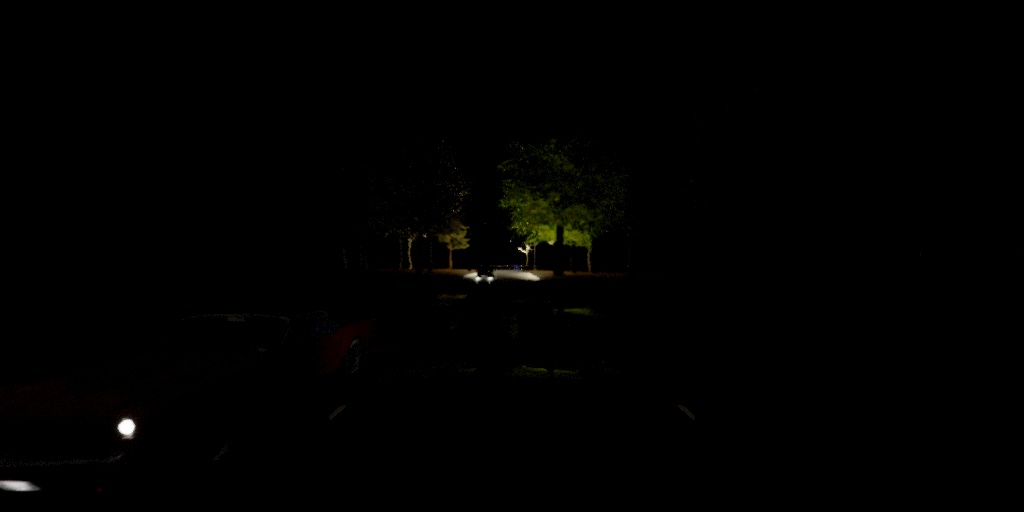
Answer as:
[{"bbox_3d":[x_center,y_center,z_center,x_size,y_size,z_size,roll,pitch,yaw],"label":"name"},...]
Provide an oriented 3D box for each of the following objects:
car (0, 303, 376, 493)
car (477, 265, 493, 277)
[{"bbox_3d":[-3.598,1.382,4.814,1.895,1.301,4.718,0,-1,0],"label":"car"},{"bbox_3d":[-3.571,1.968,47.680,1.882,1.535,5.008,0,-1,0],"label":"car"}]
